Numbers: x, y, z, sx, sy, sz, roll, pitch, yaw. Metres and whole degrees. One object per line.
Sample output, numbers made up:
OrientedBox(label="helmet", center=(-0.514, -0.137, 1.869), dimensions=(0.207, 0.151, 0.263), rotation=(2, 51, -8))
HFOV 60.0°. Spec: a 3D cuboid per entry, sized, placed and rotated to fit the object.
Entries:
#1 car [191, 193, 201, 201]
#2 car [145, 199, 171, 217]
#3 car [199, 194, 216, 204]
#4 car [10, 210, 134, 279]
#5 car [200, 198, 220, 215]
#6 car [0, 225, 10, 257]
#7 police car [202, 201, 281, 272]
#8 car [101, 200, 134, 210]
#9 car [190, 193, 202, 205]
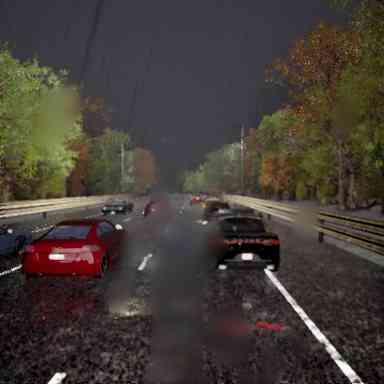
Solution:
OrientedBox(label="car", center=(0.659, 0.986, 63.902), dimensions=(1.812, 1.442, 4.674), rotation=(0, 0, -1))
OrientedBox(label="car", center=(-2.782, 1.262, 27.534), dimensions=(1.812, 1.442, 4.674), rotation=(0, 0, 1))
OrientedBox(label="car", center=(1.670, 1.201, 26.736), dimensions=(1.801, 1.575, 5.366), rotation=(0, 0, 1))
OrientedBox(label="car", center=(-3.097, 1.462, 9.745), dimensions=(1.994, 1.385, 4.181), rotation=(0, 1, 1))
OrientedBox(label="car", center=(1.580, 1.325, 20.508), dimensions=(1.812, 1.442, 4.674), rotation=(0, 1, 1))
OrientedBox(label="car", center=(-6.604, 1.448, 9.381), dimensions=(2.033, 1.411, 5.357), rotation=(0, 1, 1))
OrientedBox(label="police car", center=(1.384, 1.317, 10.554), dimensions=(1.930, 1.638, 5.238), rotation=(0, 1, 1))
OrientedBox(label="car", center=(-6.267, 1.326, 28.673), dimensions=(1.895, 1.301, 4.718), rotation=(0, 0, 1))
OrientedBox(label="car", center=(0.772, 0.936, 47.000), dimensions=(2.097, 1.767, 4.553), rotation=(0, 0, 0))
